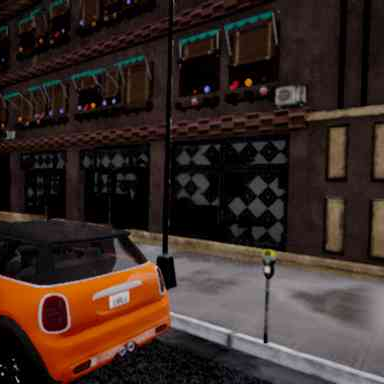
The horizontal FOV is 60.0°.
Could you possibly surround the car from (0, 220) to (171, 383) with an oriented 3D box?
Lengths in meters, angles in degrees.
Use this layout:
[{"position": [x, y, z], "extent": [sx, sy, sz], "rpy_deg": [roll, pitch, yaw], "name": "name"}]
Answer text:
[{"position": [-2.562, 1.222, 5.158], "extent": [4.553, 1.767, 2.097], "rpy_deg": [2, 1, 36], "name": "car"}]
